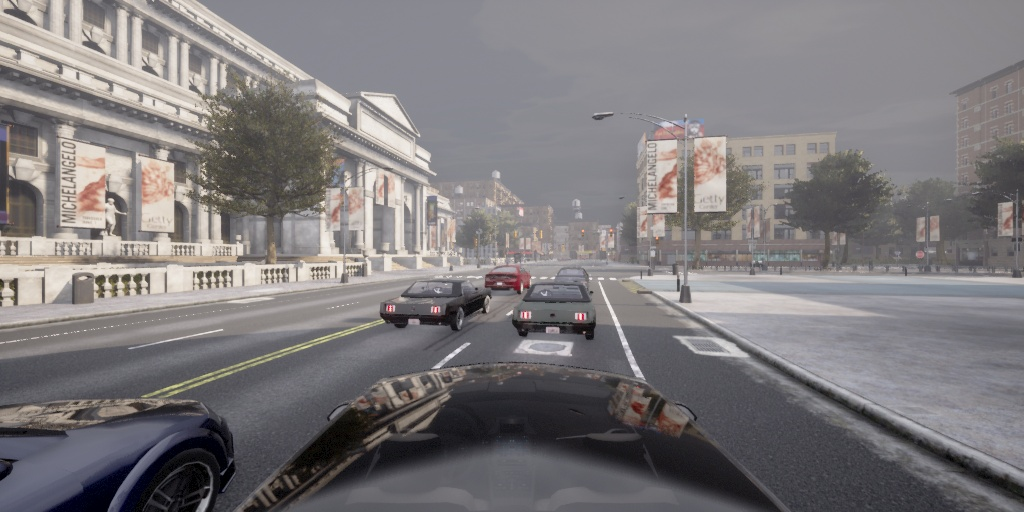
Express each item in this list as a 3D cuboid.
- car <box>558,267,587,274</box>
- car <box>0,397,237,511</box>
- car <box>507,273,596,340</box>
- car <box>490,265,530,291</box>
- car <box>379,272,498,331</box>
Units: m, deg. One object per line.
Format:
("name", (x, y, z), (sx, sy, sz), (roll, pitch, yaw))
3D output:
("car", (3.279, 1.297, 19.436), (2.033, 1.411, 5.357), (0, 0, 12))
("car", (-3.156, 1.314, 1.114), (1.994, 1.385, 4.181), (0, 0, -1))
("car", (1.335, 1.351, 10.088), (1.895, 1.301, 4.718), (0, 0, 11))
("car", (-0.114, 1.228, 20.251), (1.882, 1.535, 5.008), (0, 0, 12))
("car", (-2.009, 1.351, 11.102), (1.895, 1.301, 4.718), (0, 0, 11))
